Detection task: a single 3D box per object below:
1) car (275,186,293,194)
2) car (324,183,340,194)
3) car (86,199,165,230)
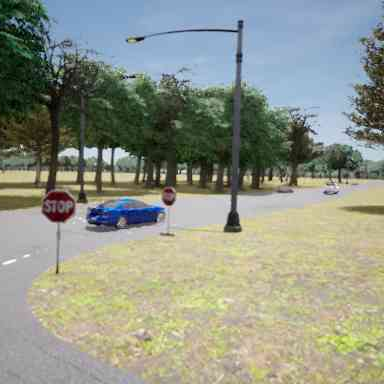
[{"bbox_3d":[16.090,-0.404,58.096,1.994,1.385,4.181,4,4,36],"label":"car"},{"bbox_3d":[25.901,-0.701,61.518,2.150,2.045,5.566,3,4,29],"label":"car"},{"bbox_3d":[-3.566,1.124,18.905,1.882,1.535,5.008,4,4,36],"label":"car"}]
